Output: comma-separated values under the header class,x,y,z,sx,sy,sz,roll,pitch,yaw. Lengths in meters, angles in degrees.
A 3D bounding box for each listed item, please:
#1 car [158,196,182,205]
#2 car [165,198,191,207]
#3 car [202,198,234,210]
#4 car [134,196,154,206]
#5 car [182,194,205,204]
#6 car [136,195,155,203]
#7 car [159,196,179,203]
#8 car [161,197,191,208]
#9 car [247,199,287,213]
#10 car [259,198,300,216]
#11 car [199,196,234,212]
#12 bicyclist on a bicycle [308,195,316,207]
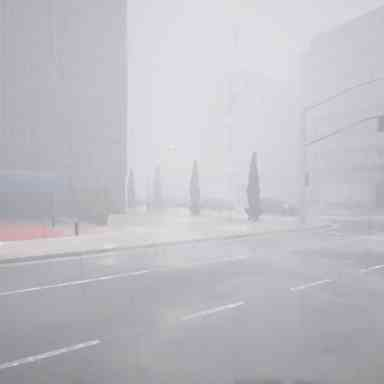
class,x,y,z,sx,sy,sz,roll,pitch,yaw
car,-4.170,1.547,62.396,2.033,1.411,5.357,0,0,-35
car,-2.298,1.601,53.257,1.895,1.301,4.718,0,0,-35
car,3.429,1.526,45.021,1.812,1.442,4.674,0,0,-35
car,-8.199,1.526,55.646,1.812,1.442,4.674,0,0,-34
car,0.256,1.352,62.167,2.097,1.767,4.553,0,0,-35
car,-9.891,1.520,70.420,2.128,1.511,4.902,0,0,-35
car,-4.875,1.601,69.501,1.895,1.301,4.718,0,0,-35
car,-2.648,1.547,47.623,2.033,1.411,5.357,0,0,-35
car,8.433,1.564,37.833,1.994,1.385,4.181,0,0,-35
car,8.123,1.352,32.152,2.097,1.767,4.553,0,0,-35
car,2.922,1.491,39.622,2.128,1.511,4.902,0,0,-35
bicyclist on a bicycle,16.852,1.301,46.709,1.656,1.620,0.582,0,0,-35
